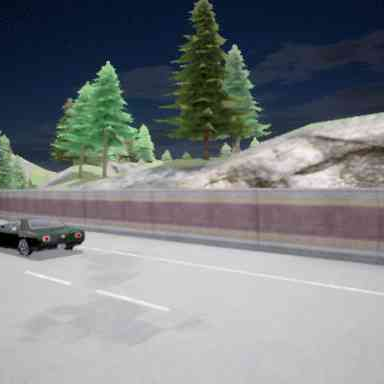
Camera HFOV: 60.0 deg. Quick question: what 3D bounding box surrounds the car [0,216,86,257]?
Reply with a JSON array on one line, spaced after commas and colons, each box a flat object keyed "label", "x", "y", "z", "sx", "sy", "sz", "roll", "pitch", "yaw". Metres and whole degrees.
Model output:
[{"label": "car", "x": -6.303, "y": 1.596, "z": 12.918, "sx": 4.718, "sy": 1.301, "sz": 1.895, "roll": 0, "pitch": 0, "yaw": 37}]
